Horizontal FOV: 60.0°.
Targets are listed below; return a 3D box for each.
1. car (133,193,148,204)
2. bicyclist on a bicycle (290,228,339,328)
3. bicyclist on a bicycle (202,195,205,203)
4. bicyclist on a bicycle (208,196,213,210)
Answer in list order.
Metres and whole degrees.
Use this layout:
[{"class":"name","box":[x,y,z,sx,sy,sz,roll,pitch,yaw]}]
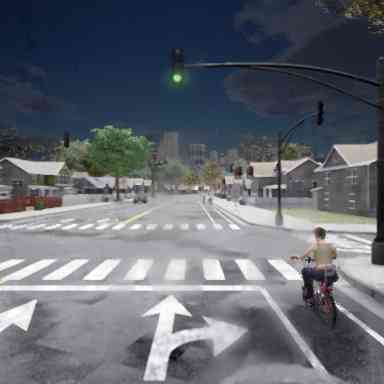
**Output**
[{"class":"car","box":[-9.755,1.154,63.490,2.150,2.045,5.566,0,0,0]},{"class":"bicyclist on a bicycle","box":[2.268,1.435,5.991,0.866,1.612,1.509,0,0,0]},{"class":"bicyclist on a bicycle","box":[2.245,1.387,62.288,0.582,1.620,1.656,0,0,0]},{"class":"bicyclist on a bicycle","box":[2.248,1.337,40.626,0.659,1.776,1.843,0,0,0]}]
